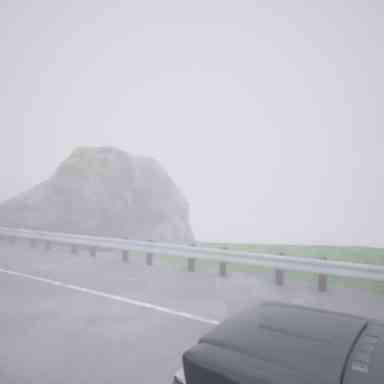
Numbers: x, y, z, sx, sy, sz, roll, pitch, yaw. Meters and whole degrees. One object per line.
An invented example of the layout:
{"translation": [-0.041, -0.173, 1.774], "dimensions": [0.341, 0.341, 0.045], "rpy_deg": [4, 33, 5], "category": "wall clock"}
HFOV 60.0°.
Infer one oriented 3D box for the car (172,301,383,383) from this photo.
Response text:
{"translation": [2.165, 1.593, 2.372], "dimensions": [4.718, 1.301, 1.895], "rpy_deg": [0, 0, 35], "category": "car"}
